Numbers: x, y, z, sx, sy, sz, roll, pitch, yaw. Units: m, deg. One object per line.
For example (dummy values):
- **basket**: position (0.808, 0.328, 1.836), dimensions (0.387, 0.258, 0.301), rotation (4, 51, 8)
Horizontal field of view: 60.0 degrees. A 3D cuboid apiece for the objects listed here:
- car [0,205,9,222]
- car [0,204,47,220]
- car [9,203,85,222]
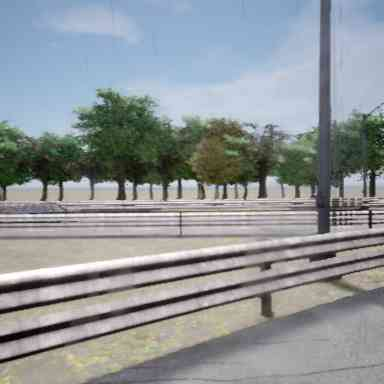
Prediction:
- **car**: position (-15.756, 1.800, 27.394), dimensions (4.892, 1.490, 1.837), rotation (-1, 1, 2)
- **car**: position (-16.290, 1.858, 30.912), dimensions (4.718, 1.301, 1.895), rotation (-1, 1, 2)
- **car**: position (-10.077, 1.606, 23.802), dimensions (4.553, 1.767, 2.097), rotation (-1, 1, 1)
